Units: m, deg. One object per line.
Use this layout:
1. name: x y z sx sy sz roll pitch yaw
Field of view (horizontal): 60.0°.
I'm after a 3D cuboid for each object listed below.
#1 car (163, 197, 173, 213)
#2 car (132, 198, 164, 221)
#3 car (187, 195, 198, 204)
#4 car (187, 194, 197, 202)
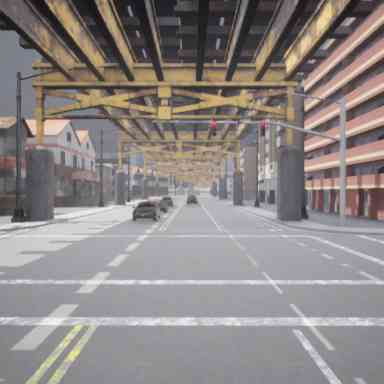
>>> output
1. car: -3.638 1.536 37.447 2.033 1.411 5.357 0 0 0
2. car: -3.629 1.496 27.060 1.837 1.490 4.892 0 0 0
3. car: 0.030 1.507 58.794 1.895 1.301 4.718 0 0 0
4. car: 0.003 1.277 69.721 1.882 1.535 5.008 0 1 0
